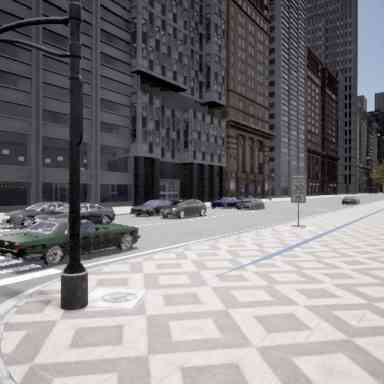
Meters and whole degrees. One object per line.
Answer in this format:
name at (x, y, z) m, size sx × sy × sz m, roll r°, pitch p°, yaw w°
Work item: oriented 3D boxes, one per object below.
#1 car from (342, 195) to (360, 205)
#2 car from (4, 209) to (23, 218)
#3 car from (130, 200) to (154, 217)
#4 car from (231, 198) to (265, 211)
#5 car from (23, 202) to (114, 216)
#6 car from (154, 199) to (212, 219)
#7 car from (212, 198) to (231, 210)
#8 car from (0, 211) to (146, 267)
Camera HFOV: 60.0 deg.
car at (24.260, 1.200, 50.699) m, size 1.994 × 1.385 × 4.181 m, roll 0°, pitch 0°, yaw 36°
car at (-9.276, 1.393, 21.153) m, size 2.128 × 1.511 × 4.902 m, roll 0°, pitch 0°, yaw 37°
car at (-3.081, 1.382, 29.766) m, size 2.033 × 1.411 × 5.357 m, roll 0°, pitch 0°, yaw 36°
car at (6.641, 1.328, 37.668) m, size 1.994 × 1.385 × 4.181 m, roll 0°, pitch 1°, yaw 36°
car at (-6.662, 1.401, 19.255) m, size 2.128 × 1.511 × 4.902 m, roll 0°, pitch 0°, yaw 34°
car at (-0.629, 1.350, 27.610) m, size 1.837 × 1.490 × 4.892 m, roll 0°, pitch 0°, yaw 36°
car at (4.089, 1.356, 39.696) m, size 1.895 × 1.301 × 4.718 m, roll 0°, pitch 1°, yaw 36°
car at (-4.006, 1.556, 11.468) m, size 1.895 × 1.301 × 4.718 m, roll 0°, pitch 0°, yaw 36°
